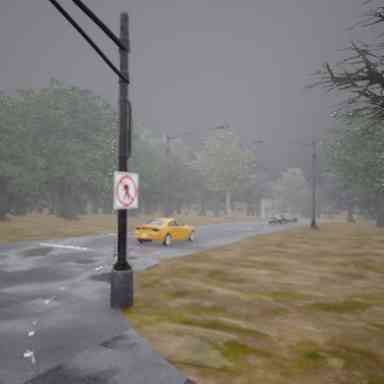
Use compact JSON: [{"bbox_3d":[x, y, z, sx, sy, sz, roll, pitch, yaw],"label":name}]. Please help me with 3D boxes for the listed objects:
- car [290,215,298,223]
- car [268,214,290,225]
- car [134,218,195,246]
[{"bbox_3d":[16.601,4.533,56.325,2.033,1.411,5.357,0,-4,27],"label":"car"},{"bbox_3d":[12.186,3.897,47.481,1.812,1.442,4.674,0,-3,27],"label":"car"},{"bbox_3d":[-1.520,2.346,20.457,1.882,1.535,5.008,0,-3,27],"label":"car"}]
